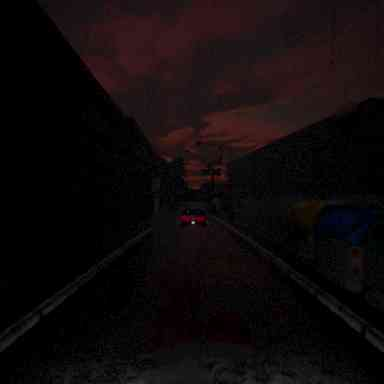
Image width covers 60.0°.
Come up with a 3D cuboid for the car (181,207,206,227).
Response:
[{"bbox_3d":[0.092,2.069,26.915,1.895,1.301,4.718,0,-2,0],"label":"car"}]

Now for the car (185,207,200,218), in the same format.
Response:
[{"bbox_3d":[0.088,2.638,43.280,1.812,1.442,4.674,0,-3,0],"label":"car"}]
